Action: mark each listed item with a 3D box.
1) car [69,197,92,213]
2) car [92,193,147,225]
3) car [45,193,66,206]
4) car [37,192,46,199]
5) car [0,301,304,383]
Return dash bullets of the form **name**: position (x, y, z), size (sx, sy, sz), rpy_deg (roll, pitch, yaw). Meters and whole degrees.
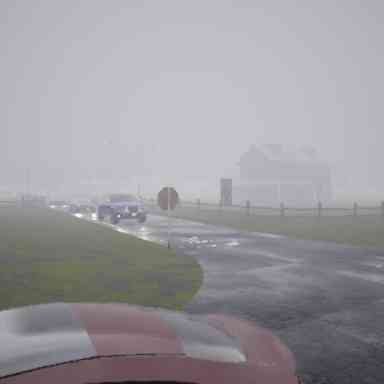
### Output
- **car**: position (-11.119, 1.297, 33.708), size (1.812, 1.442, 4.674), rpy_deg (0, 1, -31)
- **car**: position (-5.069, 1.073, 23.465), size (2.150, 2.045, 5.566), rpy_deg (0, 0, -31)
- **car**: position (-19.559, 1.218, 48.162), size (1.812, 1.442, 4.674), rpy_deg (0, 0, -31)
- **car**: position (-35.029, 0.906, 79.723), size (2.128, 1.511, 4.902), rpy_deg (0, 0, -31)
- **car**: position (-1.302, 1.526, 1.843), size (4.674, 1.442, 1.812), rpy_deg (0, 0, -31)
